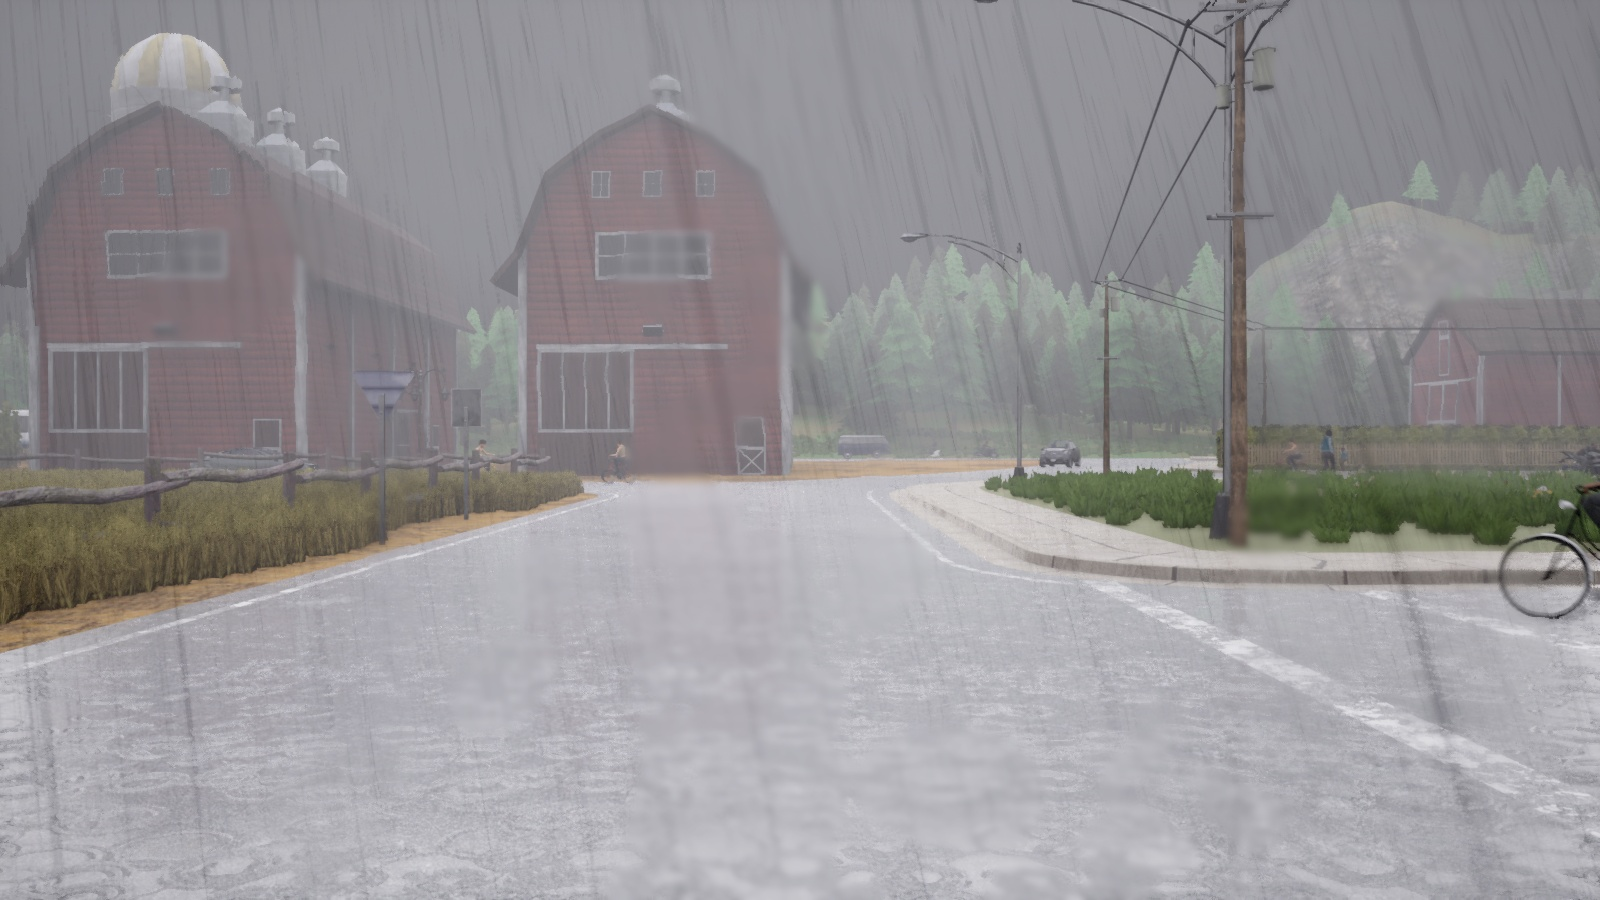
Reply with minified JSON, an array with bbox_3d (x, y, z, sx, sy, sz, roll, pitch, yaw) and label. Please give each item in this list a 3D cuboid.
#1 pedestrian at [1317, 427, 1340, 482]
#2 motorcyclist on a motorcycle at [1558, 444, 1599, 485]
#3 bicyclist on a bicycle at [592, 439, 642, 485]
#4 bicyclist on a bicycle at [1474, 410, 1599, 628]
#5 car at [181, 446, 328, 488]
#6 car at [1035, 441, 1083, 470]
[{"bbox_3d":[18.940,0.163,45.019,0.692,1.930,0.396,0,0,-26],"label":"pedestrian"},{"bbox_3d":[30.190,0.536,47.721,0.866,1.530,2.191,-3,2,-32],"label":"motorcyclist on a motorcycle"},{"bbox_3d":[-6.559,0.424,45.082,1.509,1.612,0.866,0,3,27],"label":"bicyclist on a bicycle"},{"bbox_3d":[6.753,0.563,10.515,1.843,1.776,0.659,0,0,5],"label":"bicyclist on a bicycle"},{"bbox_3d":[-18.576,0.553,42.928,4.181,1.385,1.994,0,0,-4],"label":"car"},{"bbox_3d":[14.093,0.260,68.185,1.845,1.501,3.633,0,1,23],"label":"car"}]
